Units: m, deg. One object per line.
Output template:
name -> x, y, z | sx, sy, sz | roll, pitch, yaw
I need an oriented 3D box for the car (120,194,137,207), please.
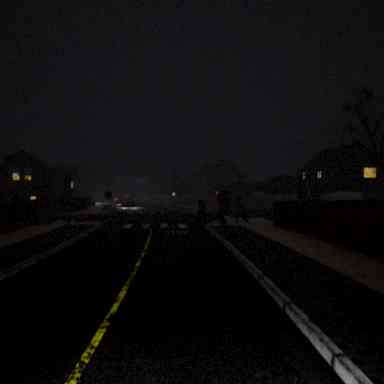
car -> -9.766, 1.539, 51.524 | 1.882, 1.535, 5.008 | 0, 0, -14

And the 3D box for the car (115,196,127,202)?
car -> -17.564, 1.685, 82.351 | 1.994, 1.385, 4.181 | -1, 0, -24

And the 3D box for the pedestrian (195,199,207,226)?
pedestrian -> 0.555, 1.258, 21.017 | 0.375, 1.860, 0.375 | -1, 1, -6

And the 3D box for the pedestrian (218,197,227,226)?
pedestrian -> 1.825, 1.103, 19.932 | 0.375, 1.860, 0.375 | -1, 1, -6

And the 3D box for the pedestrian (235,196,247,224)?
pedestrian -> 3.031, 1.105, 20.654 | 0.375, 1.860, 0.375 | -1, 1, -6

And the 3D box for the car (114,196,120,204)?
car -> -14.501, 1.510, 67.194 | 2.097, 1.767, 4.553 | 0, 0, -18

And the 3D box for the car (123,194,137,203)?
car -> -13.575, 1.390, 72.646 | 2.150, 2.045, 5.566 | 0, 0, -21
